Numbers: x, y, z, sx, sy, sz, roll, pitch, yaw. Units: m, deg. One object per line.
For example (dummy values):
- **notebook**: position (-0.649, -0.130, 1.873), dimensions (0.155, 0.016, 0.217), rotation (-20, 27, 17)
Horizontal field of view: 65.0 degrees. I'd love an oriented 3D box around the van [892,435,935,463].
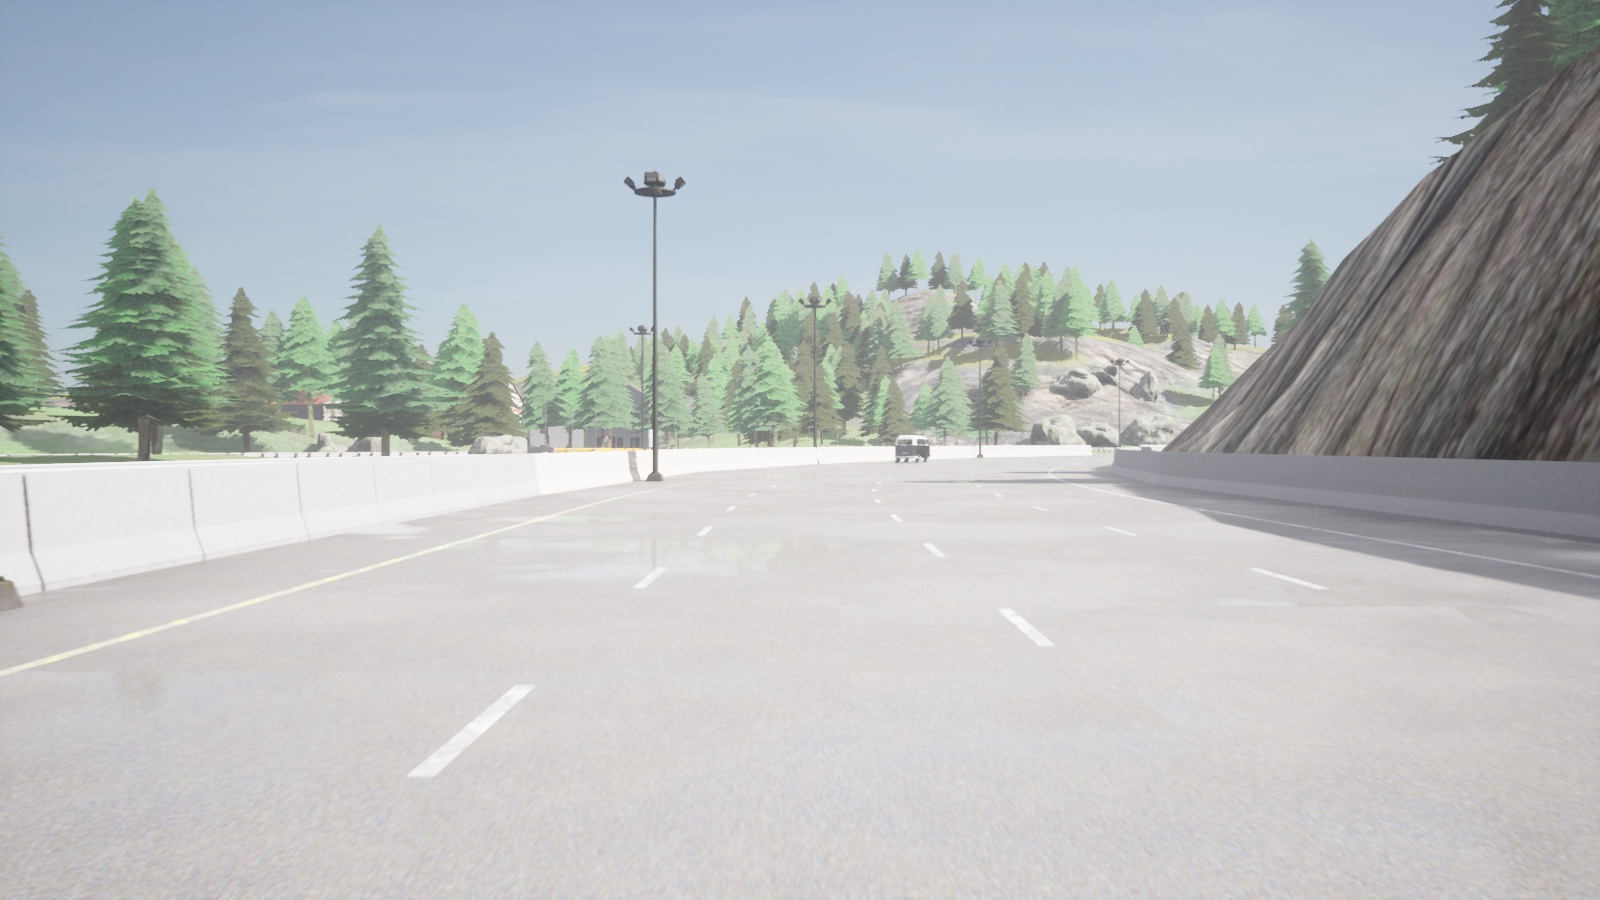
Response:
- **van**: position (8.469, -0.050, 93.525), dimensions (2.069, 2.038, 4.480), rotation (0, 0, 20)
